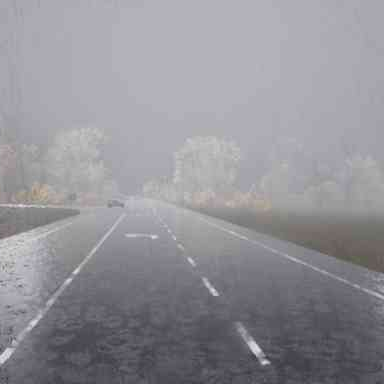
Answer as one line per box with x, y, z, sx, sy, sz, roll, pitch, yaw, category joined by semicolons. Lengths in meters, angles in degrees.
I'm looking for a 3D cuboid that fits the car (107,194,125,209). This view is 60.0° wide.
-10.800;1.313;47.606;2.150;2.045;5.566;1;0;-9;car
